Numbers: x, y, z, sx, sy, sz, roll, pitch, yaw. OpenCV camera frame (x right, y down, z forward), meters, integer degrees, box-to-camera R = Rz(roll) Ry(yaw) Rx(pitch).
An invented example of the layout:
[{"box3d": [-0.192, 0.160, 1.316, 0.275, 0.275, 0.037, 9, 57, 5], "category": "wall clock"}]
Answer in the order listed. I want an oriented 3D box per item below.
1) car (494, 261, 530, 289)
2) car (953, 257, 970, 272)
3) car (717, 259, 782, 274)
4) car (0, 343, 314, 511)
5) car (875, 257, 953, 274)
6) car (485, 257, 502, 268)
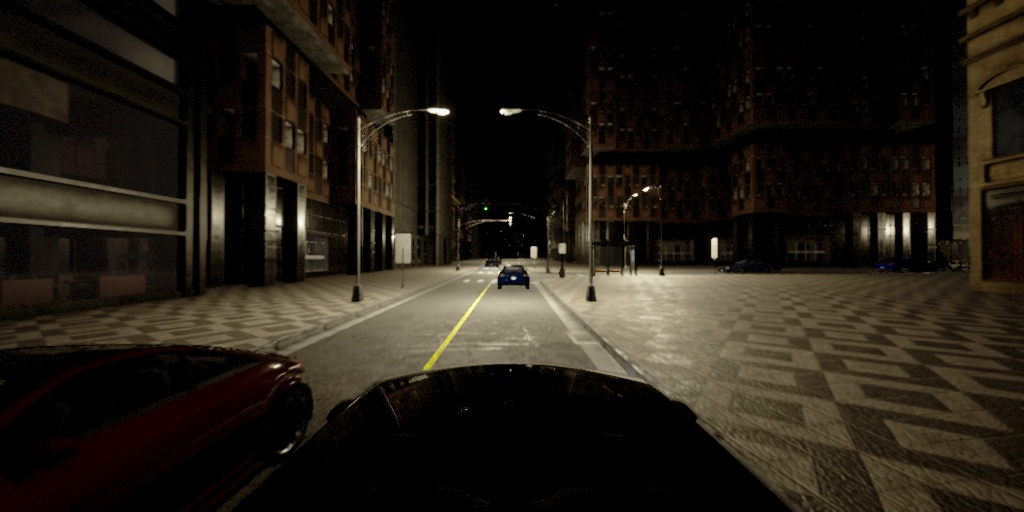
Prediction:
[{"box3d": [0.098, 1.227, 22.522, 1.994, 1.385, 4.181, 0, 0, 0], "category": "car"}, {"box3d": [45.664, 0.830, 35.018, 4.902, 1.511, 2.128, 0, -1, 0], "category": "car"}, {"box3d": [23.195, 1.025, 35.086, 5.357, 1.411, 2.033, 0, -1, 0], "category": "car"}, {"box3d": [-3.098, 1.313, 2.105, 1.994, 1.385, 4.181, 0, 0, 0], "category": "car"}, {"box3d": [35.387, 0.850, 31.899, 5.008, 1.535, 1.882, 0, -1, 0], "category": "car"}, {"box3d": [-3.045, 1.091, 54.888, 1.994, 1.385, 4.181, 0, 0, 0], "category": "car"}]
